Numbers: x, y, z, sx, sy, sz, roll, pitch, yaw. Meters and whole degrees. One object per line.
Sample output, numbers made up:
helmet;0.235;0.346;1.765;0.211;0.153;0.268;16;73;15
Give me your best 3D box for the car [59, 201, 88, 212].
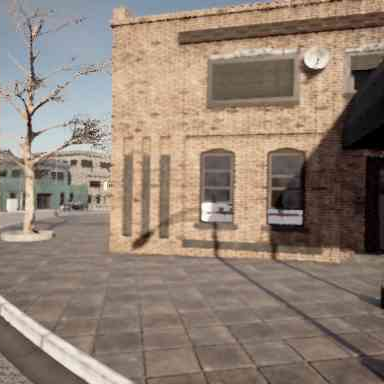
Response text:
car;-17.242;2.053;48.561;2.128;1.511;4.902;1;-1;21
